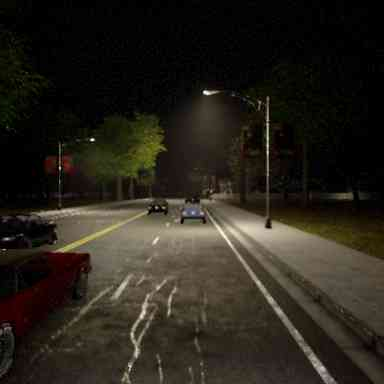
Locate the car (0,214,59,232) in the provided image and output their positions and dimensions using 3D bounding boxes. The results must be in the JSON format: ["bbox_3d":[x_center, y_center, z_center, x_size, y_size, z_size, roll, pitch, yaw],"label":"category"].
[{"bbox_3d":[-6.598,1.523,12.458,1.994,1.385,4.181,0,0,0],"label":"car"}]

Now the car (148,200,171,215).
[{"bbox_3d":[-3.165,1.469,32.448,2.033,1.411,5.357,0,0,0],"label":"car"}]

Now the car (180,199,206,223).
[{"bbox_3d":[0.088,1.480,25.087,2.033,1.411,5.357,0,0,0],"label":"car"}]

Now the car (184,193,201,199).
[{"bbox_3d":[0.079,1.130,47.414,2.150,2.045,5.566,0,0,0],"label":"car"}]

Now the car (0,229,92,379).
[{"bbox_3d":[-3.153,1.581,5.329,1.895,1.301,4.718,0,0,0],"label":"car"}]
